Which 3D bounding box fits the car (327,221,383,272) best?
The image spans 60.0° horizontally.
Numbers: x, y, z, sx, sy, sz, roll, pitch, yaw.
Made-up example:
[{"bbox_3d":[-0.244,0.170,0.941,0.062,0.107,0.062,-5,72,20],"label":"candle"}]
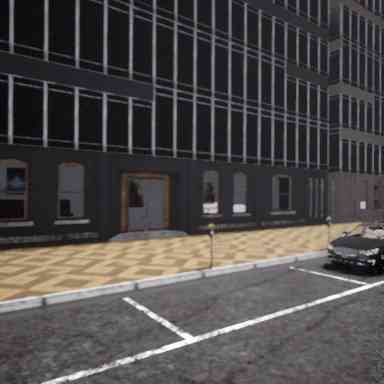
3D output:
[{"bbox_3d":[6.262,1.666,11.029,4.403,1.369,2.008,1,0,-36],"label":"car"}]
